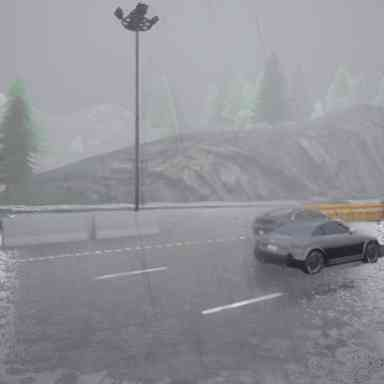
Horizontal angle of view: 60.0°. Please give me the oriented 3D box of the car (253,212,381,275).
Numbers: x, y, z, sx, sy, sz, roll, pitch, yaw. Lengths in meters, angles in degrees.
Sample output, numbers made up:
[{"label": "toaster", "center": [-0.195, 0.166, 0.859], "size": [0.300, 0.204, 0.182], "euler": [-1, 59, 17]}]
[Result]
[{"label": "car", "center": [3.944, 1.526, 10.343], "size": [4.181, 1.385, 1.994], "euler": [0, 0, -32]}]

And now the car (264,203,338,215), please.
[{"label": "car", "center": [4.977, 1.450, 15.053], "size": [4.892, 1.490, 1.837], "euler": [0, 0, -31]}]

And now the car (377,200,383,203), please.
[{"label": "car", "center": [24.427, 1.388, 40.375], "size": [4.674, 1.442, 1.812], "euler": [0, 0, -24]}]

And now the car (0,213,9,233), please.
[{"label": "car", "center": [-11.674, 1.488, 17.039], "size": [4.181, 1.385, 1.994], "euler": [0, 0, -35]}]

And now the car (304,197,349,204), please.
[{"label": "car", "center": [16.883, 1.401, 40.870], "size": [5.357, 1.411, 2.033], "euler": [0, 0, -24]}]

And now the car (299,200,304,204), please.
[{"label": "car", "center": [16.482, 1.365, 44.514], "size": [4.674, 1.442, 1.812], "euler": [0, 0, -24]}]
